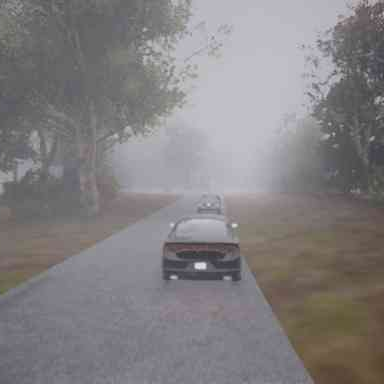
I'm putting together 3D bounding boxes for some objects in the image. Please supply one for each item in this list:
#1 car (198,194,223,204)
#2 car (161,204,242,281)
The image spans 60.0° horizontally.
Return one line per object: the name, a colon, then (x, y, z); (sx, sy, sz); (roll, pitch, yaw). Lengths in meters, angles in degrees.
car: (1.414, 0.872, 26.417); (2.033, 1.411, 5.357); (0, 2, 5)
car: (0.311, 1.352, 9.529); (1.882, 1.535, 5.008); (0, 1, 3)
